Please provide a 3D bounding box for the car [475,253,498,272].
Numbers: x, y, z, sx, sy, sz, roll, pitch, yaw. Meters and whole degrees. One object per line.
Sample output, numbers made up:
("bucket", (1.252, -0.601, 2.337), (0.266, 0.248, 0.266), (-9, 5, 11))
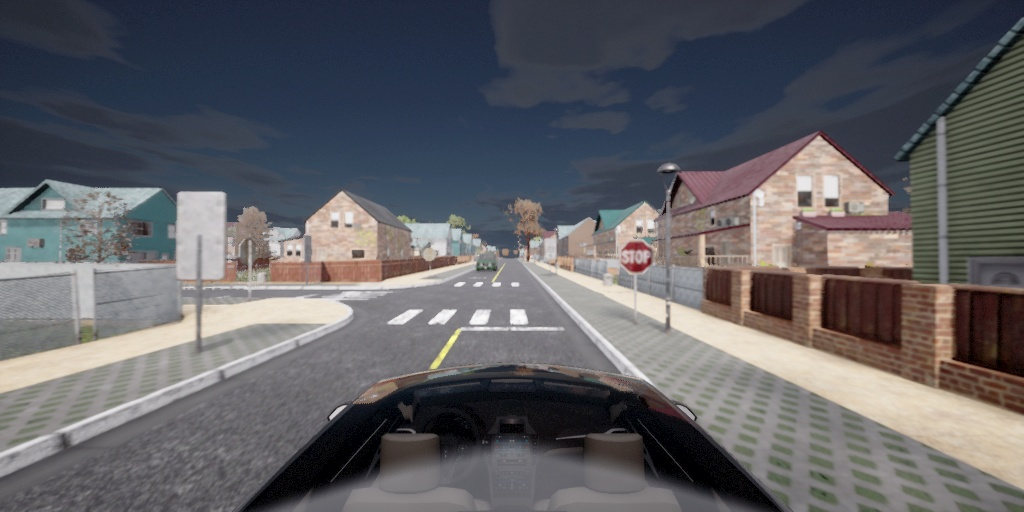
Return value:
("car", (-2.728, 0.743, 39.589), (2.150, 2.045, 5.566), (0, 2, 0))
